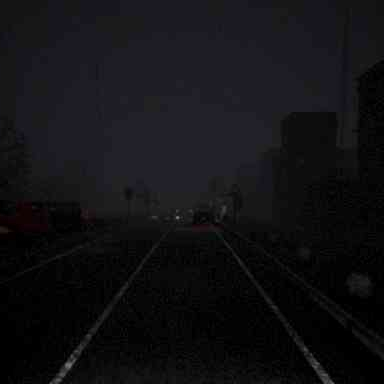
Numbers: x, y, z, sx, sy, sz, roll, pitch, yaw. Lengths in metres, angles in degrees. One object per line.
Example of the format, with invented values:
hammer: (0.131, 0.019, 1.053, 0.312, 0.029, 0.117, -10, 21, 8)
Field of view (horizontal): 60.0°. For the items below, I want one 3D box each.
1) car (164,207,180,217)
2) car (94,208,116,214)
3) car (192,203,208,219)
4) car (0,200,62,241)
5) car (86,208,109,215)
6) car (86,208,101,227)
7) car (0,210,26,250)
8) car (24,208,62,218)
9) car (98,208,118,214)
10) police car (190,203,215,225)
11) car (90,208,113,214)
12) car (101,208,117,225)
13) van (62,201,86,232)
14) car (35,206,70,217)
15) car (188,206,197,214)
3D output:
car: (-3.217, 3.333, 57.409, 2.097, 1.767, 4.553, 0, -3, 1)
car: (-21.768, 4.777, 83.107, 5.008, 1.535, 2.097, 0, -3, 0)
car: (1.026, 2.605, 46.027, 2.150, 2.045, 5.566, 0, -3, 0)
car: (-9.517, 1.389, 15.597, 5.566, 2.045, 2.435, 0, -2, 0)
car: (-21.789, 4.473, 76.564, 4.674, 1.452, 2.002, 0, -3, 0)
car: (-9.566, 1.785, 24.818, 4.553, 1.767, 2.185, 0, -2, 0)
car: (-9.468, 1.574, 12.674, 5.008, 1.535, 2.097, 0, -1, 0)
car: (-21.875, 3.028, 49.097, 4.674, 1.452, 2.002, 0, -3, 0)
car: (-21.745, 4.983, 86.249, 4.674, 1.452, 2.002, 0, -3, 0)
police car: (1.010, 2.031, 30.088, 1.930, 1.638, 5.238, 1, -1, 0)
car: (-21.771, 4.606, 79.838, 4.892, 1.521, 2.231, 0, -3, 0)
car: (-9.362, 2.011, 27.731, 5.366, 1.575, 1.946, 0, -2, 0)
van: (-9.638, 1.590, 21.785, 4.442, 1.987, 1.878, 0, -2, 0)
car: (-21.933, 3.027, 52.271, 4.553, 1.767, 2.185, 0, -3, 0)
car: (0.185, 4.410, 81.546, 2.150, 2.045, 5.566, 0, -3, 0)
